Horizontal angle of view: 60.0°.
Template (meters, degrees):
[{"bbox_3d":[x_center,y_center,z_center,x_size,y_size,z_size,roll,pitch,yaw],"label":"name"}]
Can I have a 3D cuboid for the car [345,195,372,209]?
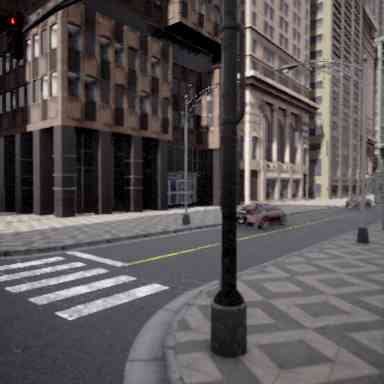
[{"bbox_3d":[18.624,1.111,37.183,1.812,1.442,4.674,1,1,40],"label":"car"}]

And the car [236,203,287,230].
[{"bbox_3d":[3.915,1.363,19.530,1.994,1.385,4.181,1,1,40],"label":"car"}]
